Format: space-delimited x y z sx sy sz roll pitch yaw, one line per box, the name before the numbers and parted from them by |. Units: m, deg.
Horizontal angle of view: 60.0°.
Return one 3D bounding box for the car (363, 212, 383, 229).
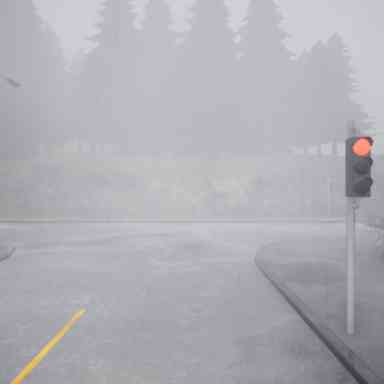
car | 12.568 1.547 18.446 5.357 1.411 2.033 0 0 6
